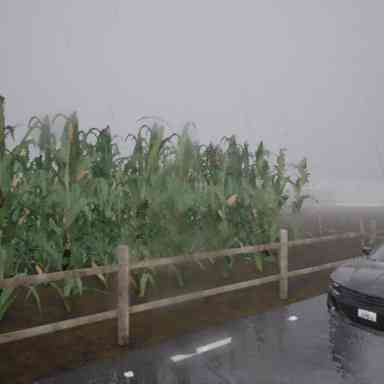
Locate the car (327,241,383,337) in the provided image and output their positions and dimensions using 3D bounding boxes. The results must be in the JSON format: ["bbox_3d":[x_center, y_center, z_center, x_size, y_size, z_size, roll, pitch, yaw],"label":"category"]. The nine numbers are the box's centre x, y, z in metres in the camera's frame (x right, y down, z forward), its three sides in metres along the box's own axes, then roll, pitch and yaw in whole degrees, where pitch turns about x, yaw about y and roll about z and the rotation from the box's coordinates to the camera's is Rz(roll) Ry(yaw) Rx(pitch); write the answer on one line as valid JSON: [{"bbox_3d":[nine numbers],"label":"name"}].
[{"bbox_3d":[4.529,1.487,6.190,5.008,1.535,1.882,0,0,-36],"label":"car"}]
